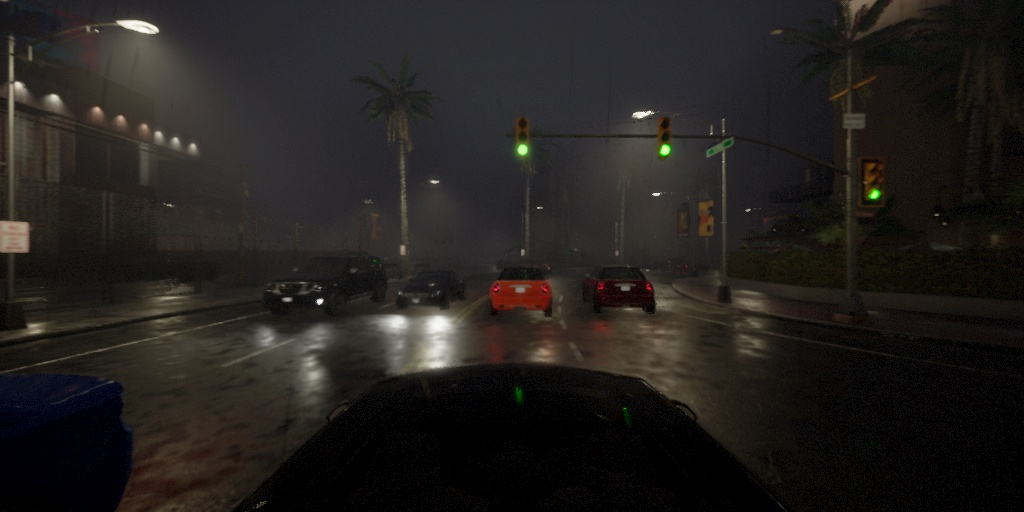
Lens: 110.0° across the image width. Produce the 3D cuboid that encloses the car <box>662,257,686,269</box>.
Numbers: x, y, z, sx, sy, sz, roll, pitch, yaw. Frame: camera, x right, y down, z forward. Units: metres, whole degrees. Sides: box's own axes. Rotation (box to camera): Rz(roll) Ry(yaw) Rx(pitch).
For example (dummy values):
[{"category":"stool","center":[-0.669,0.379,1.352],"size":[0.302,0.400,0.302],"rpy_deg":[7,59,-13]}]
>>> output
[{"category":"car","center":[23.134,0.884,51.144],"size":[4.553,1.767,2.097],"rpy_deg":[0,0,-27]}]

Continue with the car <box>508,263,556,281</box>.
[{"category":"car","center":[1.903,1.333,31.457],"size":[2.033,1.411,5.357],"rpy_deg":[0,0,29]}]

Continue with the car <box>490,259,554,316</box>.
[{"category":"car","center":[0.448,1.116,13.657],"size":[2.097,1.767,4.553],"rpy_deg":[0,0,5]}]

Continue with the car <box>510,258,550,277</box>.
[{"category":"car","center":[1.956,1.145,37.751],"size":[2.097,1.767,4.553],"rpy_deg":[0,0,37]}]

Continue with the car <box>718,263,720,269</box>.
[{"category":"car","center":[28.854,1.283,46.114],"size":[5.008,1.535,1.882],"rpy_deg":[0,0,-24]}]

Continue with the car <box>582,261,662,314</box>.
[{"category":"car","center":[4.014,1.117,14.177],"size":[2.097,1.767,4.553],"rpy_deg":[0,0,5]}]

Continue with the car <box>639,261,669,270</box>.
[{"category":"car","center":[21.494,1.407,54.235],"size":[4.181,1.385,1.994],"rpy_deg":[0,0,-27]}]

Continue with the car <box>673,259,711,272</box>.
[{"category":"car","center":[24.209,1.408,47.740],"size":[4.718,1.301,1.895],"rpy_deg":[0,0,-28]}]

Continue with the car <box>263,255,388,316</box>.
[{"category":"car","center":[-6.708,0.985,13.761],"size":[2.150,2.045,5.566],"rpy_deg":[0,0,4]}]

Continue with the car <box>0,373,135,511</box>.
[{"category":"car","center":[-3.559,1.226,0.316],"size":[1.882,1.535,5.008],"rpy_deg":[0,0,1]}]

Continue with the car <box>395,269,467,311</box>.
[{"category":"car","center":[-3.084,1.291,14.701],"size":[1.812,1.442,4.674],"rpy_deg":[0,0,6]}]
